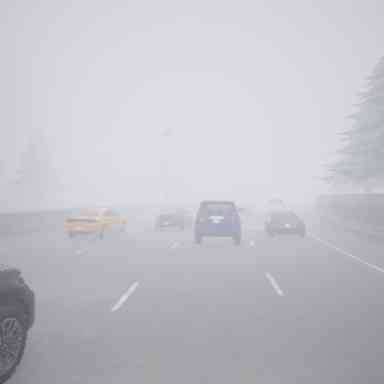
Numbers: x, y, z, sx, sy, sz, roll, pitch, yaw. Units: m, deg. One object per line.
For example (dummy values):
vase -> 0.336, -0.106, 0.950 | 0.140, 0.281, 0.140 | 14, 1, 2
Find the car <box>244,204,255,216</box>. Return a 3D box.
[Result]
car -> 6.162, 2.033, 38.348 | 1.895, 1.301, 4.718 | 0, -1, 17

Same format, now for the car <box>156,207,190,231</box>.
car -> -1.169, 1.779, 22.841 | 1.812, 1.442, 4.674 | 0, -1, 10

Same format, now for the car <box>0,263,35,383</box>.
car -> -3.301, 1.247, 2.257 | 2.150, 2.045, 5.566 | 0, 0, 1

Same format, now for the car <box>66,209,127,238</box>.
car -> -5.316, 1.685, 19.141 | 1.882, 1.535, 5.008 | 0, -1, 8

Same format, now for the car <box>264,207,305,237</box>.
car -> 5.388, 1.789, 19.659 | 1.994, 1.385, 4.181 | 0, -1, 9

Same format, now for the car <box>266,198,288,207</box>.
car -> 9.720, 1.655, 38.005 | 2.150, 2.045, 5.566 | 0, 0, 18

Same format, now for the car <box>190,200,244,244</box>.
car -> 1.455, 1.416, 17.283 | 2.150, 2.045, 5.566 | 0, -1, 8
